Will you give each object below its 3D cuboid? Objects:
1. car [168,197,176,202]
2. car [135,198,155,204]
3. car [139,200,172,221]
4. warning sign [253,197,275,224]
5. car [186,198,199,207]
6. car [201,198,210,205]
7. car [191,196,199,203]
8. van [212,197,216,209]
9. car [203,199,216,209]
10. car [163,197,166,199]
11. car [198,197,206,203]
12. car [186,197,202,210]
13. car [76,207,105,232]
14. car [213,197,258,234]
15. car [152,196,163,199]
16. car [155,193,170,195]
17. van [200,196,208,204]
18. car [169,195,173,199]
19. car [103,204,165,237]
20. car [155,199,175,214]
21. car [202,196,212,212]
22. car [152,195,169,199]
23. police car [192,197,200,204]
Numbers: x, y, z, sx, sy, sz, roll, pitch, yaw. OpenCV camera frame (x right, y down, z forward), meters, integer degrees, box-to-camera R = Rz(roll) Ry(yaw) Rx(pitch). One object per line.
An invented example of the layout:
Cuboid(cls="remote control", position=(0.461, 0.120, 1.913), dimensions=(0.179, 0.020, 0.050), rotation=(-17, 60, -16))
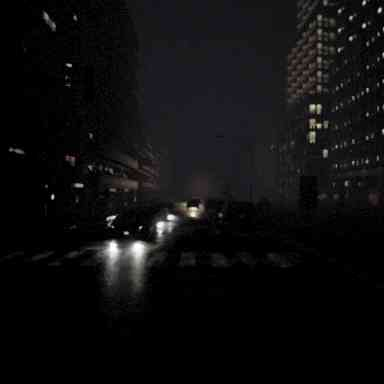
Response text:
Cuboid(cls="car", position=(-5.618, 2.158, 92.134), dimensions=(1.887, 1.381, 4.507), rotation=(0, 0, 0))
Cuboid(cls="car", position=(-5.658, 1.726, 36.869), dimensions=(2.008, 1.369, 4.403), rotation=(0, 0, 0))
Cuboid(cls="car", position=(-3.066, 1.701, 28.658), dimensions=(1.994, 1.385, 4.181), rotation=(0, 0, 0))
Cuboid(cls="warning sign", position=(5.101, 1.282, 23.540), dimensions=(1.300, 1.860, 1.060), rotation=(1, 0, 0))
Cuboid(cls="car", position=(0.052, 1.883, 59.530), dimensions=(2.128, 1.511, 4.902), rotation=(0, 0, 0))
Cuboid(cls="car", position=(2.747, 2.022, 70.191), dimensions=(1.752, 1.417, 4.829), rotation=(0, 0, 0))
Cuboid(cls="car", position=(0.837, 1.986, 88.561), dimensions=(2.097, 1.767, 4.553), rotation=(0, 0, 3))
Cuboid(cls="van", position=(2.714, 1.504, 25.810), dimensions=(1.690, 1.788, 3.998), rotation=(0, 0, 0))
Cuboid(cls="car", position=(2.734, 1.911, 53.442), dimensions=(1.887, 1.381, 4.507), rotation=(0, 0, 0))
Cuboid(cls="car", position=(-5.647, 1.882, 53.449), dimensions=(1.802, 1.307, 4.206), rotation=(0, 0, 0))
Cuboid(cls="car", position=(2.762, 2.120, 92.127), dimensions=(1.967, 1.590, 4.097), rotation=(0, 0, 0))
Cuboid(cls="car", position=(0.147, 1.820, 49.372), dimensions=(1.837, 1.490, 4.892), rotation=(0, 0, 0))
Cuboid(cls="car", position=(-5.670, 1.610, 20.290), dimensions=(2.008, 1.369, 4.403), rotation=(0, 0, 0))
Cuboid(cls="car", position=(2.710, 1.441, 20.285), dimensions=(2.192, 1.841, 5.009), rotation=(0, 0, 0))
Cuboid(cls="car", position=(-5.650, 1.699, 47.923), dimensions=(1.967, 1.590, 4.097), rotation=(0, 0, 0))
Cuboid(cls="car", position=(-8.656, 1.244, 91.027), dimensions=(5.566, 2.045, 2.150), rotation=(-24, 19, -41))
Cuboid(cls="van", position=(2.751, 1.881, 75.548), dimensions=(1.690, 1.788, 3.998), rotation=(0, 0, 0))
Cuboid(cls="car", position=(-5.634, 1.953, 69.858), dimensions=(1.752, 1.417, 4.829), rotation=(0, 0, 0))
Cuboid(cls="car", position=(-3.046, 1.617, 18.689), dimensions=(2.033, 1.411, 5.357), rotation=(0, 0, 3))
Cuboid(cls="car", position=(-3.041, 1.811, 38.669), dimensions=(1.895, 1.301, 4.718), rotation=(0, 0, 0))
Cuboid(cls="car", position=(2.726, 1.598, 42.390), dimensions=(2.192, 1.841, 5.009), rotation=(0, 0, 0))
Cuboid(cls="car", position=(-5.642, 1.783, 58.976), dimensions=(1.967, 1.590, 4.097), rotation=(0, 0, 0))
Cuboid(cls="police car", position=(0.969, 1.977, 78.657), dimensions=(1.930, 1.638, 5.238), rotation=(0, 0, 0))
